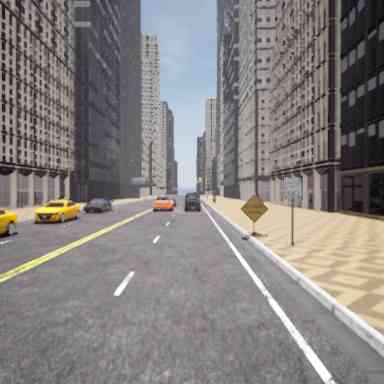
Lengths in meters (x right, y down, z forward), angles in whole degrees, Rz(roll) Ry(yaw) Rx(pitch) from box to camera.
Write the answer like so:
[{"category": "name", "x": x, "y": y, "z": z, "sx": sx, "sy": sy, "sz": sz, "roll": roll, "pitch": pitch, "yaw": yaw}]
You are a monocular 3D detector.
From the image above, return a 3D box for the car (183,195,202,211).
[{"category": "car", "x": 0.073, "y": 1.367, "z": 37.824, "sx": 1.837, "sy": 1.490, "sz": 4.892, "roll": 0, "pitch": 0, "yaw": 0}]

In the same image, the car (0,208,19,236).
[{"category": "car", "x": -9.862, "y": 1.410, "z": 15.056, "sx": 1.882, "sy": 1.535, "sz": 5.008, "roll": 0, "pitch": 0, "yaw": 0}]

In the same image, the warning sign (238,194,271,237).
[{"category": "warning sign", "x": 2.843, "y": 1.050, "z": 15.176, "sx": 1.300, "sy": 1.860, "sz": 1.060, "roll": 0, "pitch": 0, "yaw": 0}]

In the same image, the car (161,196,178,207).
[{"category": "car", "x": -3.212, "y": 1.332, "z": 48.159, "sx": 2.128, "sy": 1.511, "sz": 4.902, "roll": 0, "pitch": 0, "yaw": 0}]

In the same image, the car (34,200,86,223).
[{"category": "car", "x": -9.863, "y": 1.375, "z": 24.738, "sx": 1.882, "sy": 1.535, "sz": 5.008, "roll": 0, "pitch": 0, "yaw": 0}]

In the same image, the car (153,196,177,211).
[{"category": "car", "x": -3.176, "y": 1.214, "z": 37.608, "sx": 2.097, "sy": 1.767, "sz": 4.553, "roll": 0, "pitch": 0, "yaw": 0}]

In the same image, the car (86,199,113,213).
[{"category": "car", "x": -9.831, "y": 1.413, "z": 35.386, "sx": 2.033, "sy": 1.411, "sz": 5.357, "roll": 0, "pitch": 0, "yaw": 1}]

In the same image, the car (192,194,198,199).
[{"category": "car", "x": 0.908, "y": 1.261, "z": 95.373, "sx": 1.801, "sy": 1.575, "sz": 5.366, "roll": 0, "pitch": 0, "yaw": 0}]

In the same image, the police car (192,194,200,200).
[{"category": "police car", "x": 0.915, "y": 1.227, "z": 85.292, "sx": 1.930, "sy": 1.638, "sz": 5.238, "roll": 0, "pitch": 0, "yaw": 0}]

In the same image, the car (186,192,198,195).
[{"category": "car", "x": 0.039, "y": 1.063, "z": 48.169, "sx": 2.150, "sy": 2.045, "sz": 5.566, "roll": 0, "pitch": 0, "yaw": 0}]
